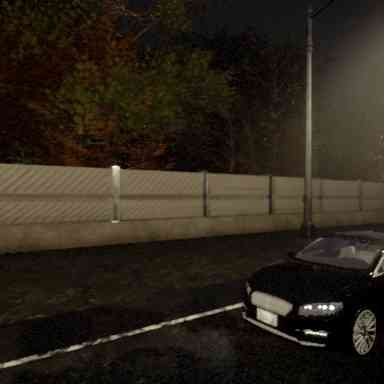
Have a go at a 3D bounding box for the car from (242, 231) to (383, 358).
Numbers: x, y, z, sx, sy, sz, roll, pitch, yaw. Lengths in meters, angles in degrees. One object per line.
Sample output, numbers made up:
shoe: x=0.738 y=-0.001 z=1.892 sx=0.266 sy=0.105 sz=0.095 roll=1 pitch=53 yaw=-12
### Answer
car: x=3.068 y=1.529 z=6.139 sx=4.902 sy=1.511 sz=2.128 roll=0 pitch=0 yaw=-35
